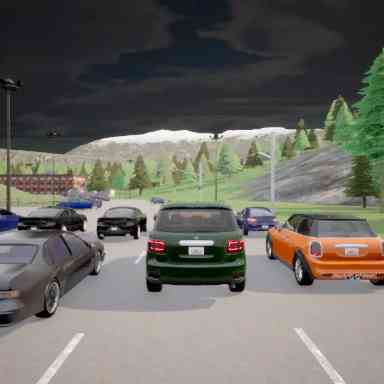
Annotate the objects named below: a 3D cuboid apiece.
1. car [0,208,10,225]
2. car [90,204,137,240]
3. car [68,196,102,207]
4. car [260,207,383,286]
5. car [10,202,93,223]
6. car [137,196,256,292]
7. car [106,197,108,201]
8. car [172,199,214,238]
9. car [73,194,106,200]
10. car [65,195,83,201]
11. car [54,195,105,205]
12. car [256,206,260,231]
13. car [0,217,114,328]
[{"bbox_3d":[-10.457,1.526,17.369,1.812,1.442,4.674,0,0,-1],"label":"car"},{"bbox_3d":[-3.456,1.478,17.158,1.882,1.535,5.008,0,0,0],"label":"car"},{"bbox_3d":[-16.946,1.478,52.864,1.882,1.535,5.008,2,1,33],"label":"car"},{"bbox_3d":[3.578,1.352,9.590,2.097,1.767,4.553,0,0,0],"label":"car"},{"bbox_3d":[-6.963,1.478,17.167,1.882,1.535,5.008,0,0,1],"label":"car"},{"bbox_3d":[0.080,1.221,9.057,2.150,2.045,5.566,0,0,0],"label":"car"},{"bbox_3d":[-22.042,1.552,81.096,1.994,1.385,4.181,0,0,-37],"label":"car"},{"bbox_3d":[0.017,1.352,18.621,2.097,1.767,4.553,0,0,-1],"label":"car"},{"bbox_3d":[-15.579,1.506,48.303,4.892,1.490,1.837,0,3,-43],"label":"car"},{"bbox_3d":[-30.321,1.525,85.399,4.902,1.511,2.128,0,0,42],"label":"car"},{"bbox_3d":[-13.676,1.477,40.400,5.008,1.535,1.882,0,1,-28],"label":"car"},{"bbox_3d":[3.523,1.526,18.445,1.812,1.442,4.674,0,0,-1],"label":"car"},{"bbox_3d":[-3.415,1.547,7.331,2.033,1.411,5.357,0,0,-1],"label":"car"}]
